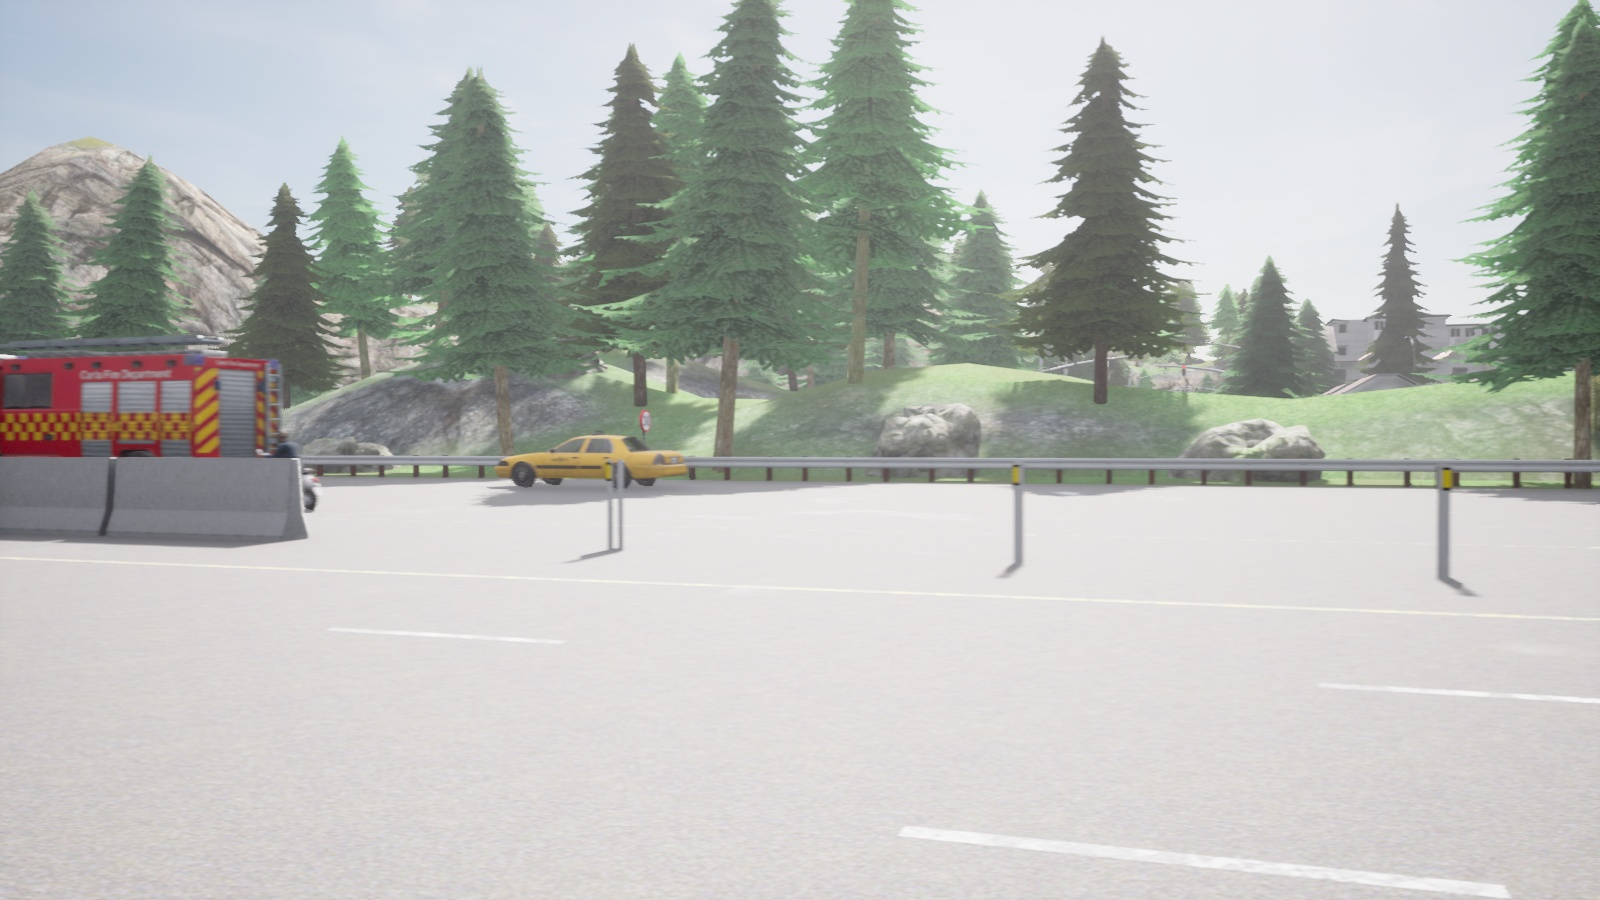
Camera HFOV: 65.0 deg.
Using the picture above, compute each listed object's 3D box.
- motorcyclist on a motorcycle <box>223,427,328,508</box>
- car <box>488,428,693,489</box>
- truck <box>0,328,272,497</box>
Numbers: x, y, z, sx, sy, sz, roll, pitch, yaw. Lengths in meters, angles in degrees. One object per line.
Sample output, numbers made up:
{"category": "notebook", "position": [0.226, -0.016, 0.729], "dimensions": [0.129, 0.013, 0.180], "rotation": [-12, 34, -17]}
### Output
{"category": "motorcyclist on a motorcycle", "position": [-10.522, 0.337, 25.197], "dimensions": [1.817, 1.590, 0.866], "rotation": [0, 1, 19]}
{"category": "car", "position": [-5.793, 0.189, 34.682], "dimensions": [5.366, 1.575, 1.801], "rotation": [1, 1, 19]}
{"category": "truck", "position": [-17.646, -0.905, 31.270], "dimensions": [8.468, 3.827, 2.891], "rotation": [1, 1, 18]}
